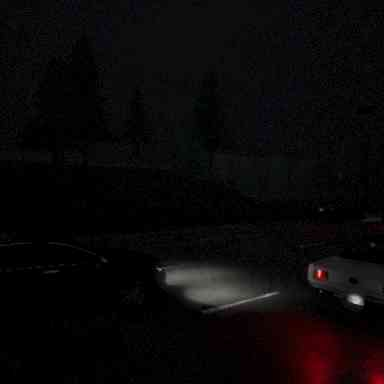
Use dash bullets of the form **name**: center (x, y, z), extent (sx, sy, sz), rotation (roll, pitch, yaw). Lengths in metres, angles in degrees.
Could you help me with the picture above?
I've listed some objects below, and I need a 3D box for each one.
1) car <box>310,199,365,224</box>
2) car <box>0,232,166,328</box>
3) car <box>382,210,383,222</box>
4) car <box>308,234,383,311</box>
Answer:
- **car**: center (10.714, 1.277, 24.349), extent (4.553, 1.767, 2.097), rotation (0, 0, -36)
- **car**: center (-2.800, 1.503, 6.048), extent (4.892, 1.490, 1.837), rotation (-1, 0, -35)
- **car**: center (15.423, 1.266, 23.427), extent (4.553, 1.767, 2.097), rotation (0, 0, -36)
- **car**: center (4.650, 1.575, 7.062), extent (4.718, 1.301, 1.895), rotation (0, 0, -36)
